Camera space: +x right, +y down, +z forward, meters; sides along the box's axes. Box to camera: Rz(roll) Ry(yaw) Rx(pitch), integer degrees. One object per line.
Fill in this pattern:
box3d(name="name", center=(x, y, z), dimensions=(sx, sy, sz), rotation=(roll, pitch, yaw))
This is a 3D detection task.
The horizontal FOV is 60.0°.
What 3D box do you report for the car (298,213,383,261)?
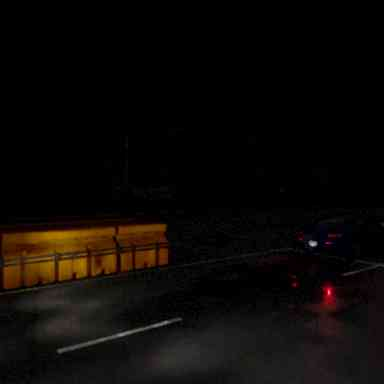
box3d(name="car", center=(5.822, 1.497, 12.201), dimensions=(4.674, 1.442, 1.812), rotation=(0, 0, -35))
